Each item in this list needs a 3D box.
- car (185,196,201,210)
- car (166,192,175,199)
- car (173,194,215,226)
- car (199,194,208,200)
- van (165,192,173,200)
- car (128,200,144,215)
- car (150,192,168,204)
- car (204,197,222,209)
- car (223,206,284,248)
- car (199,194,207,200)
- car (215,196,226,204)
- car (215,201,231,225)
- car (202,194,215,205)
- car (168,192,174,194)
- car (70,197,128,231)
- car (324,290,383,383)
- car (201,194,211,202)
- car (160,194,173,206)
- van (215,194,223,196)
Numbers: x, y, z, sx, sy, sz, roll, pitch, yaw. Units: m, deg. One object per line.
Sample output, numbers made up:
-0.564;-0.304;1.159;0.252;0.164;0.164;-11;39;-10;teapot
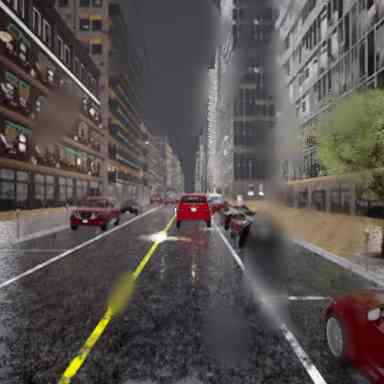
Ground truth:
0.104;1.305;41.139;1.837;1.490;4.892;0;0;0;car
-5.663;0.878;88.549;2.192;1.841;5.009;1;0;0;car
0.102;1.117;22.337;2.150;2.045;5.566;0;1;0;car
2.677;1.171;77.029;2.008;1.369;4.403;1;0;0;car
-5.664;0.932;82.852;1.690;1.788;3.998;1;0;0;van
-5.673;1.413;31.574;1.947;1.339;4.313;1;0;0;car
-5.666;1.049;54.364;2.192;1.841;5.009;1;0;0;car
2.675;1.357;42.843;1.947;1.339;4.313;1;0;0;car
2.672;1.498;14.354;1.947;1.339;4.313;1;0;0;car
2.678;1.136;82.727;1.887;1.381;4.507;1;0;0;car
2.674;1.393;31.448;1.887;1.381;4.507;1;0;0;car
2.673;1.470;20.053;1.947;1.339;4.313;1;0;0;car
2.678;1.174;54.238;1.967;1.590;4.097;1;0;0;car
-5.667;1.060;77.155;1.967;1.590;4.097;1;0;0;car
-5.669;1.219;20.177;2.192;1.841;5.009;1;0;0;car
2.671;1.568;2.958;1.802;1.307;4.206;1;0;0;car
2.677;1.201;65.804;1.752;1.417;4.829;1;0;0;car
-3.075;1.366;48.124;1.895;1.301;4.718;0;0;0;car
2.679;1.161;37.144;1.690;1.788;3.998;1;0;0;van
